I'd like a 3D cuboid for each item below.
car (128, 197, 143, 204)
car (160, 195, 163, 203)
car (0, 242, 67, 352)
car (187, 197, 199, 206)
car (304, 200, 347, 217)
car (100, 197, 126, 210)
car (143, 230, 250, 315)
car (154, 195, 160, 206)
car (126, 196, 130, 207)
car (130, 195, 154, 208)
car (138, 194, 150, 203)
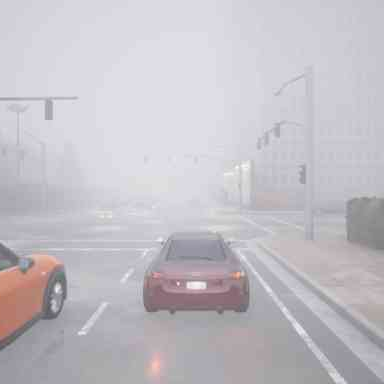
[{"bbox_3d":[-10.476,1.587,61.959,1.895,1.301,4.718,0,0,0],"label":"car"},{"bbox_3d":[-6.939,1.337,66.129,2.097,1.767,4.553,0,0,1],"label":"car"},{"bbox_3d":[-3.434,1.351,4.506,2.097,1.767,4.553,0,0,1],"label":"car"},{"bbox_3d":[0.185,1.551,55.152,1.994,1.385,4.181,0,0,0],"label":"car"},{"bbox_3d":[13.134,1.540,31.430,4.902,1.511,2.128,0,0,0],"label":"car"},{"bbox_3d":[-10.546,1.482,43.510,2.128,1.511,4.902,0,0,1],"label":"car"},{"bbox_3d":[0.087,1.562,7.680,1.994,1.385,4.181,0,0,0],"label":"car"},{"bbox_3d":[-7.009,1.492,56.052,1.837,1.490,4.892,0,0,0],"label":"car"},{"bbox_3d":[-10.521,1.466,52.659,1.882,1.535,5.008,0,0,0],"label":"car"},{"bbox_3d":[-7.024,1.341,47.109,2.097,1.767,4.553,0,0,0],"label":"car"},{"bbox_3d":[-10.406,1.339,72.289,2.097,1.767,4.553,0,0,0],"label":"car"}]
